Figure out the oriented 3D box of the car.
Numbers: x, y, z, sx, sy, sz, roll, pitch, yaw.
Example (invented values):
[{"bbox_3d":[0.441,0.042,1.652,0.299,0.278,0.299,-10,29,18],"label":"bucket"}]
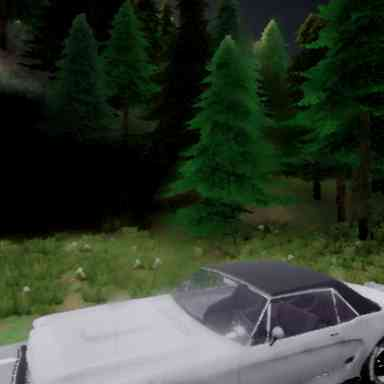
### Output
[{"bbox_3d":[0.558,1.589,3.899,4.718,1.301,1.895,0,0,-27],"label":"car"}]
